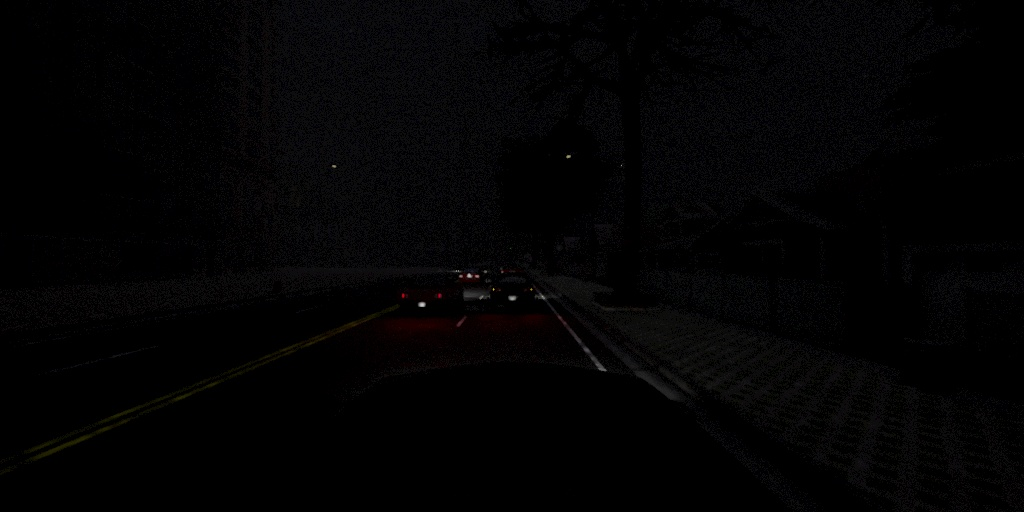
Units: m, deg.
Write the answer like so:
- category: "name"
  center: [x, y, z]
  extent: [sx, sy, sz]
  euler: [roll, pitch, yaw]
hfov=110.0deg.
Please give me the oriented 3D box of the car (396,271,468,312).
- category: "car"
  center: [-3.217, 1.487, 15.120]
  extent: [1.895, 1.301, 4.718]
  euler: [0, -1, 1]

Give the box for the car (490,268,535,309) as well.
- category: "car"
  center: [0.042, 1.418, 15.756]
  extent: [1.812, 1.442, 4.674]
  euler: [0, 0, 1]

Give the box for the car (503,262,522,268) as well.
- category: "car"
  center: [0.055, 1.404, 30.293]
  extent: [2.097, 1.767, 4.553]
  euler: [0, -1, 1]

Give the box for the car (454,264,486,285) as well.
- category: "car"
  center: [-3.210, 1.590, 29.395]
  extent: [2.033, 1.411, 5.357]
  euler: [0, -1, 0]
